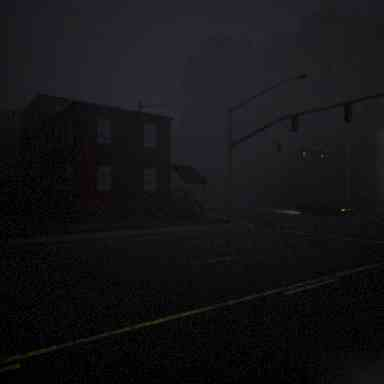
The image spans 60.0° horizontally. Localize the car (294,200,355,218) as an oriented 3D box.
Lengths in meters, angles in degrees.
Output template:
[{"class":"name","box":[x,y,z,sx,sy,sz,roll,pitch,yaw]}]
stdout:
[{"class":"car","box":[11.982,1.476,30.432,2.033,1.411,5.357,0,2,-35]}]
